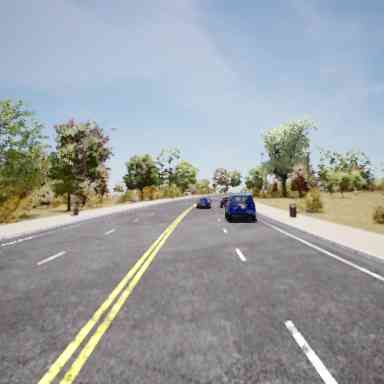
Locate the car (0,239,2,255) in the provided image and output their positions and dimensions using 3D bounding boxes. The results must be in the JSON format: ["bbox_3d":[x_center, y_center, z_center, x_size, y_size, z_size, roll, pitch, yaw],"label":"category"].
[{"bbox_3d":[-6.461,1.492,7.642,2.128,1.511,4.902,0,0,1],"label":"car"}]

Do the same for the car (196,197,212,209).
[{"bbox_3d":[1.615,1.461,44.987,1.812,1.442,4.674,0,0,4],"label":"car"}]

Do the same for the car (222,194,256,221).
[{"bbox_3d":[3.923,1.199,27.397,2.150,2.045,5.566,0,0,2],"label":"car"}]

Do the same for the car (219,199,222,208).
[{"bbox_3d":[4.951,1.432,47.709,1.837,1.490,4.892,0,1,4],"label":"car"}]

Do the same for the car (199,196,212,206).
[{"bbox_3d":[2.244,1.471,55.349,1.994,1.385,4.181,0,0,5],"label":"car"}]
